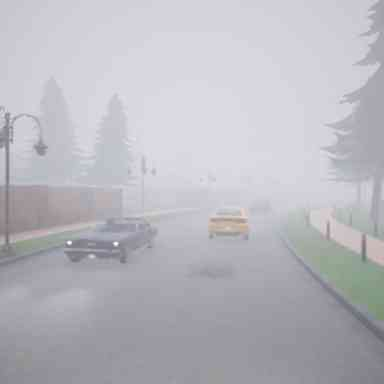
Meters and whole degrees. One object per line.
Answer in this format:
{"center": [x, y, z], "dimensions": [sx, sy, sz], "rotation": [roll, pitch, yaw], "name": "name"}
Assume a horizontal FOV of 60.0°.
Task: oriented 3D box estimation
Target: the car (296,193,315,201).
{"center": [28.432, 1.295, 84.945], "dimensions": [3.866, 1.878, 1.905], "rotation": [0, 0, 44], "name": "car"}

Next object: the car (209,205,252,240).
{"center": [2.043, 1.486, 17.387], "dimensions": [1.882, 1.535, 5.008], "rotation": [0, 0, 10], "name": "car"}

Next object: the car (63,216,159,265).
{"center": [-2.635, 1.590, 11.912], "dimensions": [1.895, 1.301, 4.718], "rotation": [0, 0, 8], "name": "car"}

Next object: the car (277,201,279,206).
{"center": [12.138, 1.615, 52.194], "dimensions": [1.994, 1.385, 4.181], "rotation": [0, 0, 32], "name": "car"}

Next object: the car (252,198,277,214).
{"center": [7.536, 1.633, 35.556], "dimensions": [1.895, 1.301, 4.718], "rotation": [0, 0, 22], "name": "car"}
